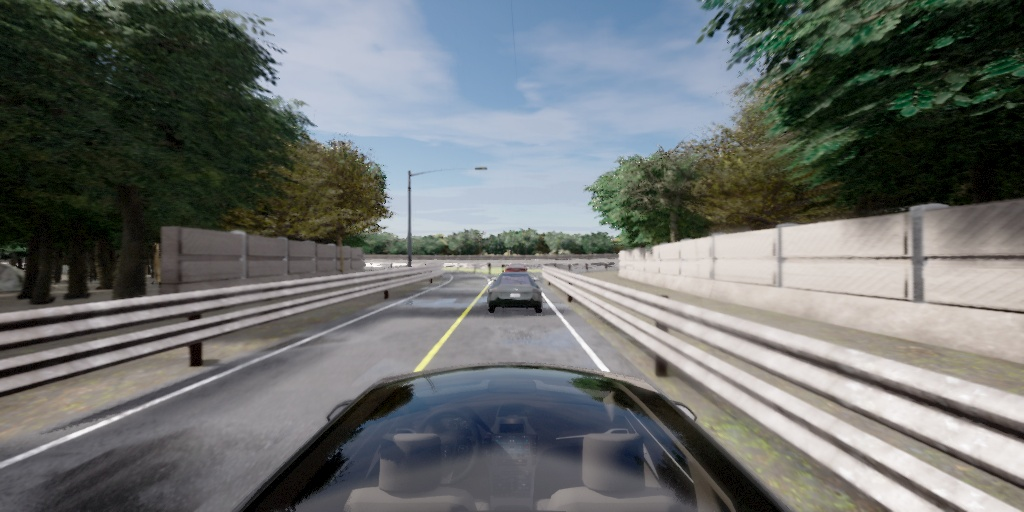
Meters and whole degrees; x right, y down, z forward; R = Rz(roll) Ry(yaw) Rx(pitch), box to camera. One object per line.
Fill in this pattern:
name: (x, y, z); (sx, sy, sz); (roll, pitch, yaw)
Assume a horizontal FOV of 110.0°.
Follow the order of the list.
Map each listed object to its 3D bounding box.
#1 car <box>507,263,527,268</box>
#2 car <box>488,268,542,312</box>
car: (0.530, 1.424, 32.479); (1.882, 1.535, 5.008); (1, -2, 4)
car: (0.112, 1.333, 14.382); (1.994, 1.385, 4.181); (0, 0, 0)
